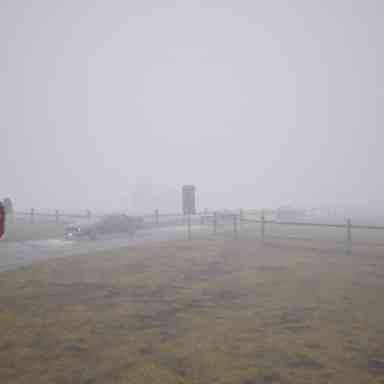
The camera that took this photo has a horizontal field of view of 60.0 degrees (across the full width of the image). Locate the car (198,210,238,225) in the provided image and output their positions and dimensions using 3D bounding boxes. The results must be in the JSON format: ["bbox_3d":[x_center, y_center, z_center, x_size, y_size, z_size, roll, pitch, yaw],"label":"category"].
[{"bbox_3d":[2.520,2.362,31.513,1.895,1.301,4.718,-2,-2,35],"label":"car"}]

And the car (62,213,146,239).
[{"bbox_3d":[-5.214,2.022,20.575,2.033,1.411,5.357,-2,-2,35],"label":"car"}]

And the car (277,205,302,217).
[{"bbox_3d":[14.023,2.686,47.643,1.882,1.535,5.008,-2,-3,36],"label":"car"}]

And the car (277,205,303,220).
[{"bbox_3d":[11.824,2.305,39.575,2.097,1.767,4.553,-2,-2,35],"label":"car"}]
